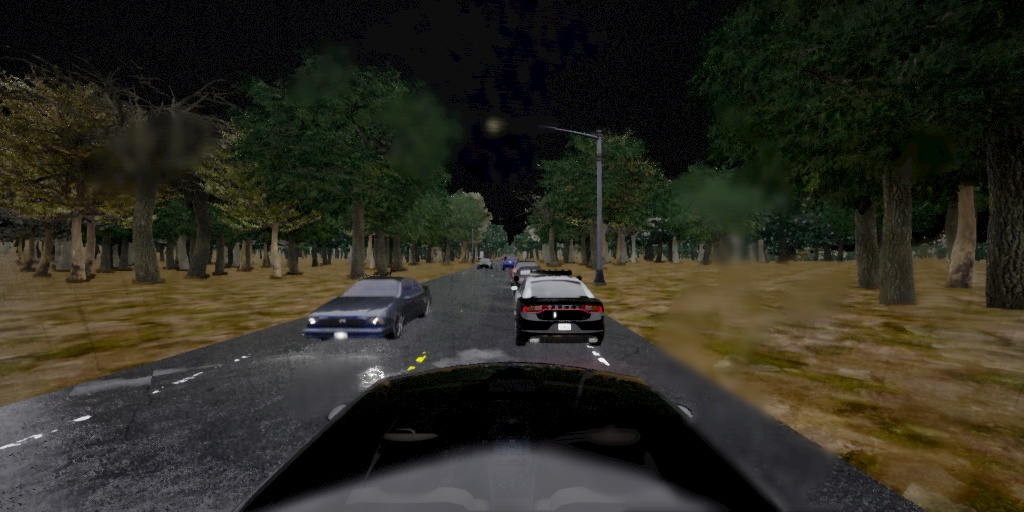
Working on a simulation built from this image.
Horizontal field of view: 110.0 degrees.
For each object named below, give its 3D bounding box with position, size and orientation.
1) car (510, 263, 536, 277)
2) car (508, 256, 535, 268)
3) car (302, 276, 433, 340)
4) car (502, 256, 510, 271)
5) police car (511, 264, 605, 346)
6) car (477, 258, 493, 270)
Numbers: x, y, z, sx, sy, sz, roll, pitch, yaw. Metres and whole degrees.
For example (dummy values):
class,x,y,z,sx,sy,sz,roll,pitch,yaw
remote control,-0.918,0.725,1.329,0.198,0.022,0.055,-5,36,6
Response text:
class,x,y,z,sx,sy,sz,roll,pitch,yaw
car,0.965,1.279,19.468,1.812,1.442,4.674,0,0,0
car,0.934,1.101,25.439,2.097,1.767,4.553,0,0,0
car,-3.640,1.301,10.266,2.033,1.411,5.357,0,0,0
car,-0.206,0.952,49.465,2.150,2.045,5.566,0,0,0
police car,1.013,1.178,9.575,1.930,1.638,5.238,0,0,0
car,-3.839,1.079,51.492,2.097,1.767,4.553,0,0,0
